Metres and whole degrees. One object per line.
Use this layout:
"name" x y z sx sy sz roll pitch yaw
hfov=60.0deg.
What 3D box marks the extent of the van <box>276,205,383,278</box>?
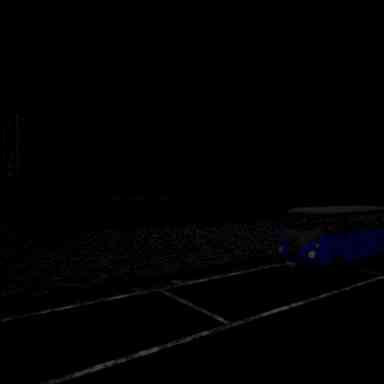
"van" 4.205 1.294 9.651 3.998 1.788 1.690 0 0 -35
